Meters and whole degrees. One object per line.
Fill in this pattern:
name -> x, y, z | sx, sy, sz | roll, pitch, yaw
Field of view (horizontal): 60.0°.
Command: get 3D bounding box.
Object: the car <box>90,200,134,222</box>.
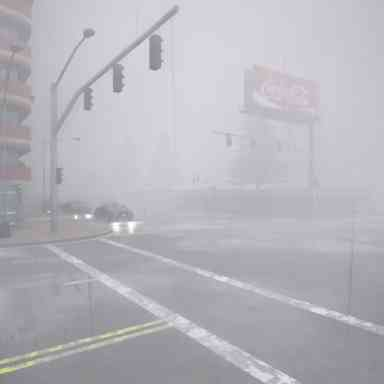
car -> -6.309, 1.564, 26.628 | 1.994, 1.385, 4.181 | 0, 0, -36

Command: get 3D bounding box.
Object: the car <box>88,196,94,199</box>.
car -> -20.000, 1.478, 64.013 | 1.882, 1.535, 5.008 | 0, 0, -36

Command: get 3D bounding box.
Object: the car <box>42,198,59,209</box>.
car -> -18.000, 1.478, 42.912 | 1.882, 1.535, 5.008 | 0, 0, -36

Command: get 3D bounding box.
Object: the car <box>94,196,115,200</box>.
car -> -14.515, 1.505, 56.380 | 1.837, 1.490, 4.892 | 0, 0, -36

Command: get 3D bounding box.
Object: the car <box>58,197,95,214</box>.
car -> -12.115, 1.564, 34.702 | 1.994, 1.385, 4.181 | 0, 0, -36

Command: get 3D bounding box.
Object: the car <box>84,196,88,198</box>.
car -> -20.584, 1.564, 58.829 | 1.994, 1.385, 4.181 | 0, 0, -36
